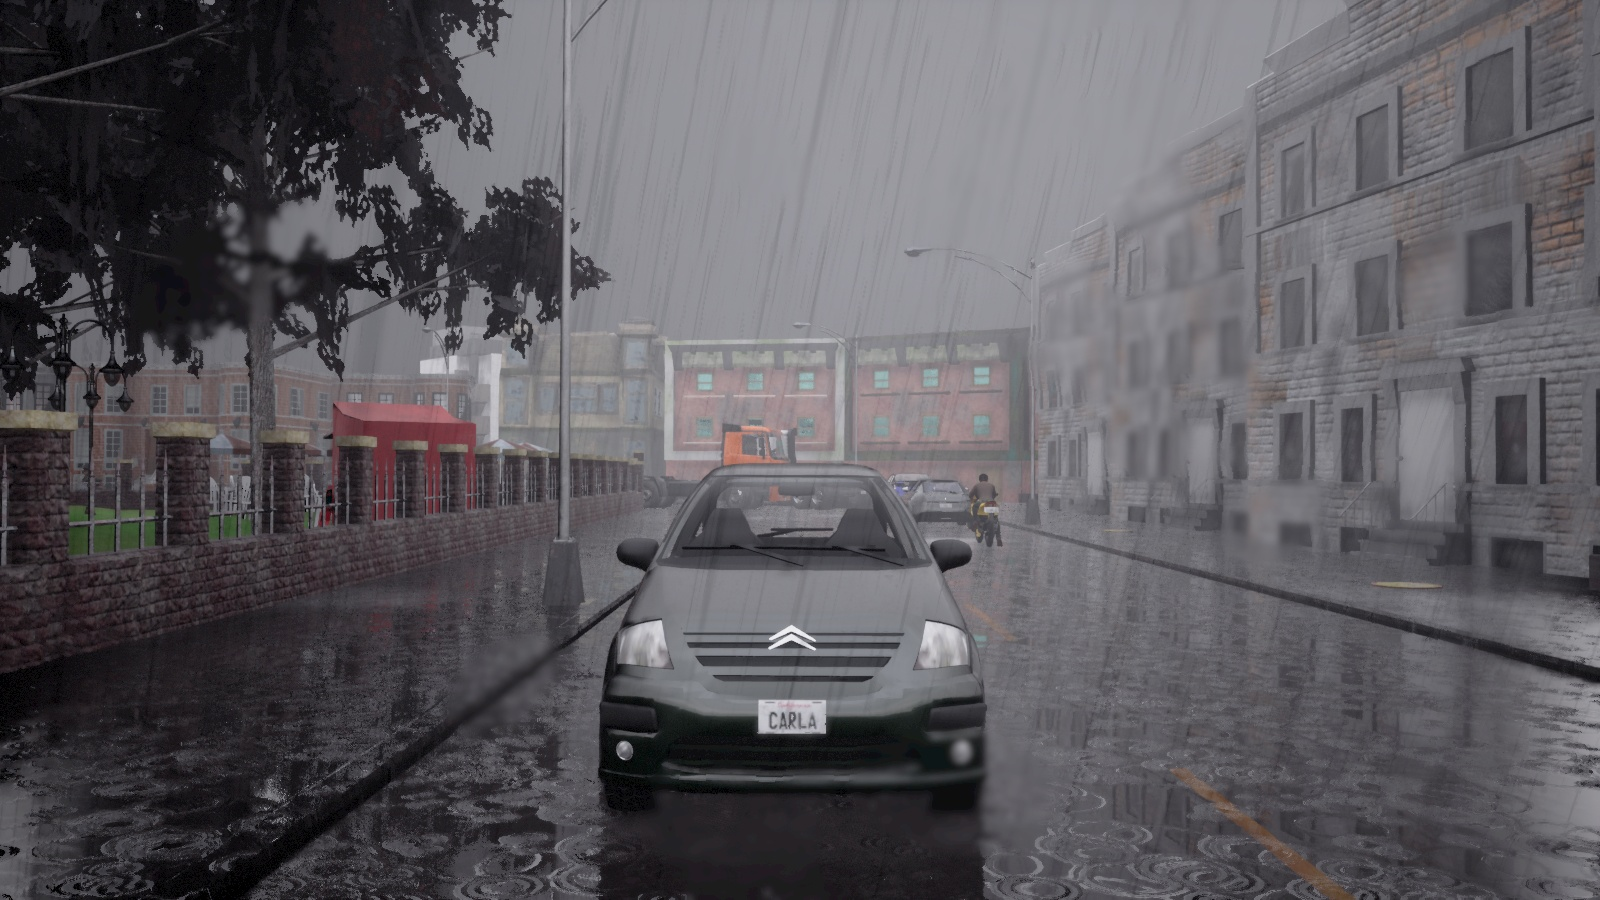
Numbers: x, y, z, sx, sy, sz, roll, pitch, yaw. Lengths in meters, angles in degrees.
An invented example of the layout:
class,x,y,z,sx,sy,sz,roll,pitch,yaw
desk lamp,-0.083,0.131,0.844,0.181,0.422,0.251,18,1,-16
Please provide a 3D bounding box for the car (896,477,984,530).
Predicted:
class,x,y,z,sx,sy,sz,roll,pitch,yaw
car,3.885,1.458,35.530,1.994,1.385,4.181,0,-1,-1

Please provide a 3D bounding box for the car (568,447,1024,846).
class,x,y,z,sx,sy,sz,roll,pitch,yaw
car,-0.023,0.832,7.114,1.851,1.617,3.988,0,-1,0

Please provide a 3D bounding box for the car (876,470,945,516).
class,x,y,z,sx,sy,sz,roll,pitch,yaw
car,3.843,1.489,44.325,2.007,1.525,4.514,0,-1,-1

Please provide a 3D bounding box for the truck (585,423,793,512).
class,x,y,z,sx,sy,sz,roll,pitch,yaw
truck,-4.481,0.704,51.184,7.936,3.462,2.891,0,-1,10

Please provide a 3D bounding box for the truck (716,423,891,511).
class,x,y,z,sx,sy,sz,roll,pitch,yaw
truck,0.008,0.731,53.570,2.891,3.462,7.936,-1,0,-41

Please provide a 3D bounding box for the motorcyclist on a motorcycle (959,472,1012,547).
class,x,y,z,sx,sy,sz,roll,pitch,yaw
motorcyclist on a motorcycle,3.910,1.226,26.584,0.797,1.523,2.044,0,-1,0
